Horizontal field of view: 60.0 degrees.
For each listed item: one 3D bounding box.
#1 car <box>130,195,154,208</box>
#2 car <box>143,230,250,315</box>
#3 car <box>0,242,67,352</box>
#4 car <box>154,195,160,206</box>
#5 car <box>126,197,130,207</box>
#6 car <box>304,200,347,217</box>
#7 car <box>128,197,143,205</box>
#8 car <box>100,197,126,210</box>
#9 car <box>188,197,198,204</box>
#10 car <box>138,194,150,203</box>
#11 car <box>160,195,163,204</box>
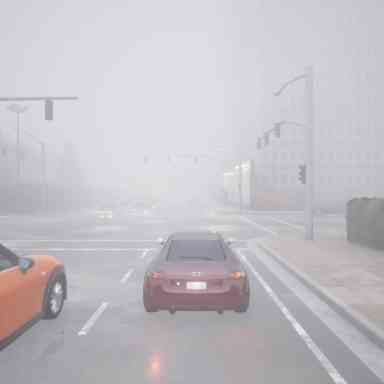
[{"bbox_3d":[-7.024,1.352,47.109,2.097,1.767,4.553,0,0,0],"label":"car"},{"bbox_3d":[0.087,1.564,7.680,1.994,1.385,4.181,0,0,0],"label":"car"},{"bbox_3d":[-3.434,1.352,4.506,2.097,1.767,4.553,0,0,1],"label":"car"},{"bbox_3d":[-7.009,1.504,56.052,1.837,1.490,4.892,0,0,0],"label":"car"},{"bbox_3d":[-10.521,1.477,52.659,1.882,1.535,5.008,0,0,0],"label":"car"},{"bbox_3d":[13.134,1.547,31.430,4.902,1.511,2.128,0,0,0],"label":"car"},{"bbox_3d":[-10.476,1.600,61.959,1.895,1.301,4.718,0,0,0],"label":"car"},{"bbox_3d":[-10.546,1.491,43.510,2.128,1.511,4.902,0,0,1],"label":"car"},{"bbox_3d":[0.185,1.563,63.199,1.994,1.385,4.181,0,0,0],"label":"car"},{"bbox_3d":[-10.406,1.355,72.289,2.097,1.767,4.553,0,0,0],"label":"car"},{"bbox_3d":[-6.939,1.352,66.130,2.097,1.767,4.553,0,0,1],"label":"car"}]
